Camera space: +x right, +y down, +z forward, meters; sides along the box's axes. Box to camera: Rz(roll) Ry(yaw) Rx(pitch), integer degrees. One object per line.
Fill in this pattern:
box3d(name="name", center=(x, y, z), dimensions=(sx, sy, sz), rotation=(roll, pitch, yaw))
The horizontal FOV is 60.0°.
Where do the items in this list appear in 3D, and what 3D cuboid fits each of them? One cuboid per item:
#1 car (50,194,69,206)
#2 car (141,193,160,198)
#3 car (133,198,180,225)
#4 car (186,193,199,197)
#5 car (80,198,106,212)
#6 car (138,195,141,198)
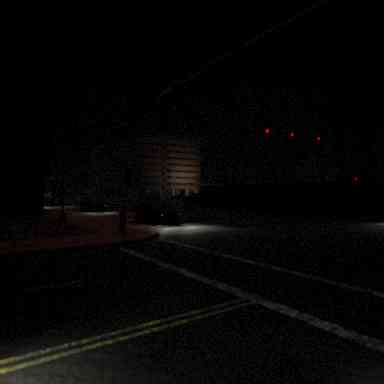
box3d(name="car", center=(-22.041, 1.279, 55.023), dimensions=(2.150, 2.045, 5.566), rotation=(0, 0, -33))
box3d(name="car", center=(-9.656, 1.152, 81.633), dimensions=(3.866, 1.878, 1.905), rotation=(0, 0, -34))
box3d(name="car", center=(-2.708, 1.477, 24.626), dimensions=(1.882, 1.535, 5.008), rotation=(0, 0, -32))
box3d(name="car", center=(1.386, 1.152, 65.411), dimensions=(3.866, 1.878, 1.905), rotation=(0, 0, -34))
box3d(name="car", center=(-11.490, 1.476, 38.389), dimensions=(1.882, 1.535, 5.008), rotation=(0, 0, -33))
box3d(name="car", center=(-11.235, 1.149, 84.059), dimensions=(4.605, 1.855, 1.932), rotation=(0, 0, -34))
